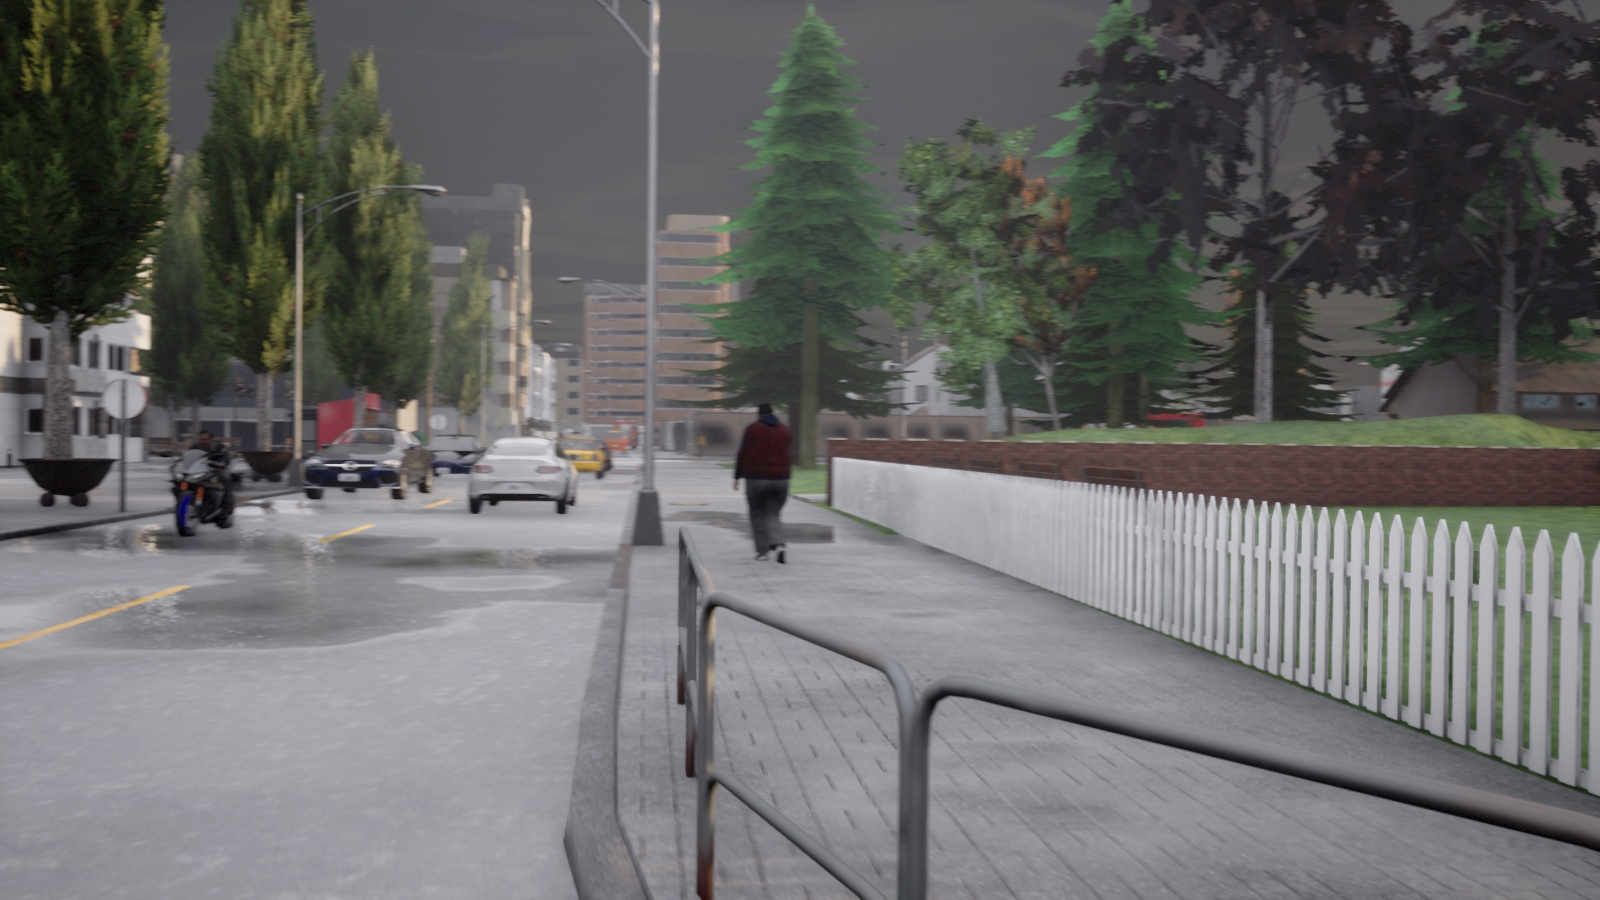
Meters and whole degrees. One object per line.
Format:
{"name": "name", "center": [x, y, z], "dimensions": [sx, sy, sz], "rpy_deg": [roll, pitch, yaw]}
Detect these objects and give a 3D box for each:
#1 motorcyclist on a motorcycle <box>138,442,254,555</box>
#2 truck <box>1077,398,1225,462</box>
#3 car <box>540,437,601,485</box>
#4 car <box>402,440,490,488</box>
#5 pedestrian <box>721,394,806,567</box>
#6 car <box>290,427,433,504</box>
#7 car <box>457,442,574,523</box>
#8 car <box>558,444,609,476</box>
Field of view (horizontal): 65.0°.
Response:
{"name": "motorcyclist on a motorcycle", "center": [-8.716, 0.653, 18.238], "dimensions": [0.866, 1.530, 2.191], "rpy_deg": [0, 1, -7]}
{"name": "truck", "center": [21.787, -1.243, 78.101], "dimensions": [8.468, 3.827, 2.891], "rpy_deg": [0, 1, -9]}
{"name": "car", "center": [-7.958, 0.327, 43.860], "dimensions": [1.801, 1.575, 5.366], "rpy_deg": [0, 1, -7]}
{"name": "car", "center": [-11.755, 0.423, 42.019], "dimensions": [2.163, 1.488, 4.792], "rpy_deg": [0, 1, -7]}
{"name": "pedestrian", "center": [-0.413, 0.321, 13.950], "dimensions": [0.634, 1.844, 0.899], "rpy_deg": [-1, 1, -24]}
{"name": "car", "center": [-10.160, 0.304, 29.525], "dimensions": [2.152, 1.651, 5.027], "rpy_deg": [0, 1, -7]}
{"name": "car", "center": [-5.545, 0.567, 24.979], "dimensions": [1.812, 1.442, 4.674], "rpy_deg": [0, 1, -7]}
{"name": "car", "center": [-9.305, 0.402, 54.201], "dimensions": [1.895, 1.301, 4.718], "rpy_deg": [0, 1, -7]}
